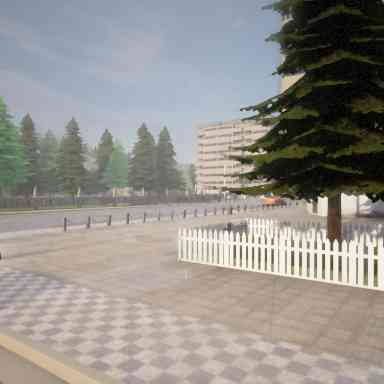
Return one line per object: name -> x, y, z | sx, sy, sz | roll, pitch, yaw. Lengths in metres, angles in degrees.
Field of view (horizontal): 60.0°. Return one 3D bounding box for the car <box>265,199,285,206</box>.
car -> 13.726, 1.352, 54.503 | 2.097, 1.767, 4.553 | 0, 0, 36
